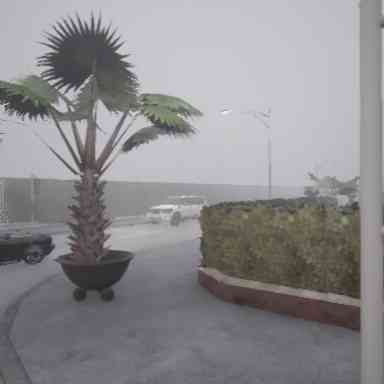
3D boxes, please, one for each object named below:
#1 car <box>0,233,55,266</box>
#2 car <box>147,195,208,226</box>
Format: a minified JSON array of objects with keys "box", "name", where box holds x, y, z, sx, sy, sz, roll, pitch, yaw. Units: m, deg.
[{"box":[-6.506,1.648,9.600,1.895,1.301,4.718,0,0,36],"name":"car"},{"box":[-0.883,1.287,24.535,2.150,2.045,5.566,0,0,36],"name":"car"}]
